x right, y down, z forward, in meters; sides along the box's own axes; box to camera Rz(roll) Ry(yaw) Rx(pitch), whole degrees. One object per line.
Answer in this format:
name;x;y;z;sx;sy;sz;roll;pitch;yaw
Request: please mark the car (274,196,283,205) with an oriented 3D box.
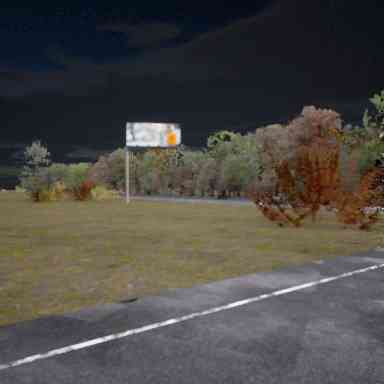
car;12.841;1.308;47.709;1.812;1.442;4.674;0;0;-34
